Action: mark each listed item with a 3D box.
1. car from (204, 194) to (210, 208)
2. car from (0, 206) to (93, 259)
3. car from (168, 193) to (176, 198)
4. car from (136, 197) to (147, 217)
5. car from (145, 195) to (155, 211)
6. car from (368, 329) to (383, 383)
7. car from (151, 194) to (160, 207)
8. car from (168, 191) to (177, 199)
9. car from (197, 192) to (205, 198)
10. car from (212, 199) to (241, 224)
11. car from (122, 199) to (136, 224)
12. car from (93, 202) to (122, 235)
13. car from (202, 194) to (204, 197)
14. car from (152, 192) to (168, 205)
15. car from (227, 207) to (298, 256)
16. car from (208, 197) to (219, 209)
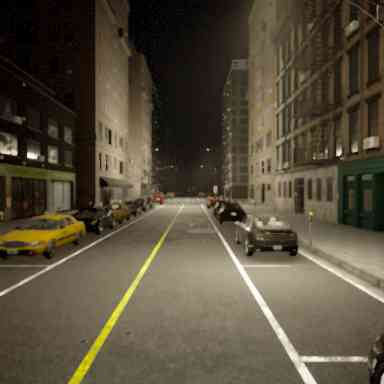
[{"bbox_3d":[2.700,1.270,39.741,1.752,1.417,4.829,0,0,0],"label":"car"},{"bbox_3d":[-5.368,1.447,12.359,1.752,1.417,4.829,0,0,0],"label":"car"},{"bbox_3d":[-5.250,0.937,87.618,1.752,1.417,4.829,0,0,0],"label":"car"},{"bbox_3d":[-5.343,1.400,28.767,1.802,1.307,4.206,0,0,0],"label":"car"},{"bbox_3d":[-5.334,1.333,34.180,2.008,1.369,4.403,0,0,0],"label":"car"},{"bbox_3d":[2.640,1.539,1.683,2.008,1.369,4.403,0,0,0],"label":"car"},{"bbox_3d":[-5.325,1.296,39.593,2.008,1.369,4.403,0,0,0],"label":"car"},{"bbox_3d":[-5.267,1.038,76.880,2.008,1.369,4.403,0,0,0],"label":"car"},{"bbox_3d":[2.784,0.811,93.221,1.967,1.590,4.097,0,0,0],"label":"car"},{"bbox_3d":[2.674,1.419,23.333,1.947,1.339,4.313,0,0,0],"label":"car"},{"bbox_3d":[-5.351,1.379,23.184,1.752,1.417,4.829,0,0,0],"label":"car"},{"bbox_3d":[-5.360,1.453,17.942,1.947,1.339,4.313,0,0,0],"label":"car"},{"bbox_3d":[2.708,1.290,44.984,1.802,1.307,4.206,0,0,0],"label":"car"},{"bbox_3d":[-5.308,0.986,50.416,2.192,1.841,5.009,0,0,0],"label":"car"},{"bbox_3d":[2.657,1.472,12.508,2.008,1.369,4.403,0,0,0],"label":"car"},{"bbox_3d":[2.683,1.384,28.745,1.947,1.339,4.313,0,0,0],"label":"car"}]
